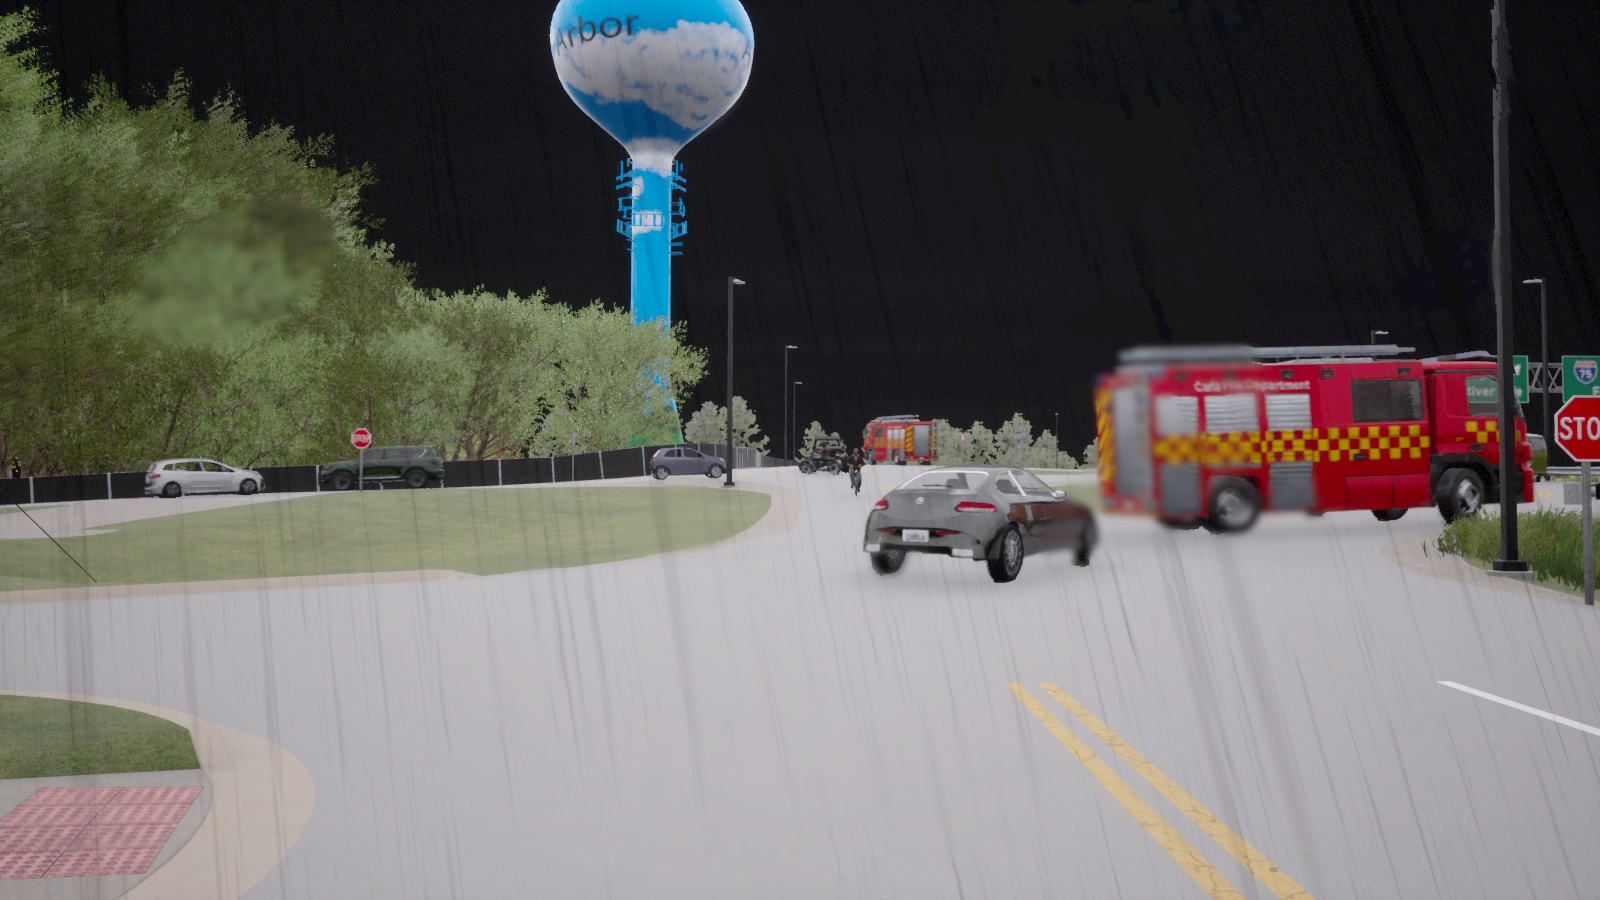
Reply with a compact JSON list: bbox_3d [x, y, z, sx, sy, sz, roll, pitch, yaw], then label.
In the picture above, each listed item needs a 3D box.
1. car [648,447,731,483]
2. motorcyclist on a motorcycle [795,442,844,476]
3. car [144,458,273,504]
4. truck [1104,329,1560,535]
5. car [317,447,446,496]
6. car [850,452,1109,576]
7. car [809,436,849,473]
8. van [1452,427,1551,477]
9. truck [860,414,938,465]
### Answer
[{"bbox_3d":[-5.185,0.686,58.759,3.633,1.501,1.845,-2,0,-13],"label":"car"},{"bbox_3d":[0.961,0.429,61.505,2.350,1.649,0.766,0,2,34],"label":"motorcyclist on a motorcycle"},{"bbox_3d":[-25.103,1.288,53.346,4.611,1.667,2.242,-2,1,-34],"label":"car"},{"bbox_3d":[11.120,-0.377,26.592,8.468,3.827,2.891,-2,-1,-9],"label":"truck"},{"bbox_3d":[-19.633,1.012,59.174,5.566,2.045,2.150,-2,-1,-13],"label":"car"},{"bbox_3d":[2.947,0.873,19.496,2.152,1.651,5.027,-1,-1,32],"label":"car"},{"bbox_3d":[1.471,0.209,65.322,1.905,1.878,3.866,0,1,-1],"label":"car"},{"bbox_3d":[29.040,0.089,52.142,1.775,1.987,4.442,0,0,3],"label":"van"},{"bbox_3d":[7.632,-0.753,98.033,2.891,3.827,8.468,0,0,-19],"label":"truck"}]
